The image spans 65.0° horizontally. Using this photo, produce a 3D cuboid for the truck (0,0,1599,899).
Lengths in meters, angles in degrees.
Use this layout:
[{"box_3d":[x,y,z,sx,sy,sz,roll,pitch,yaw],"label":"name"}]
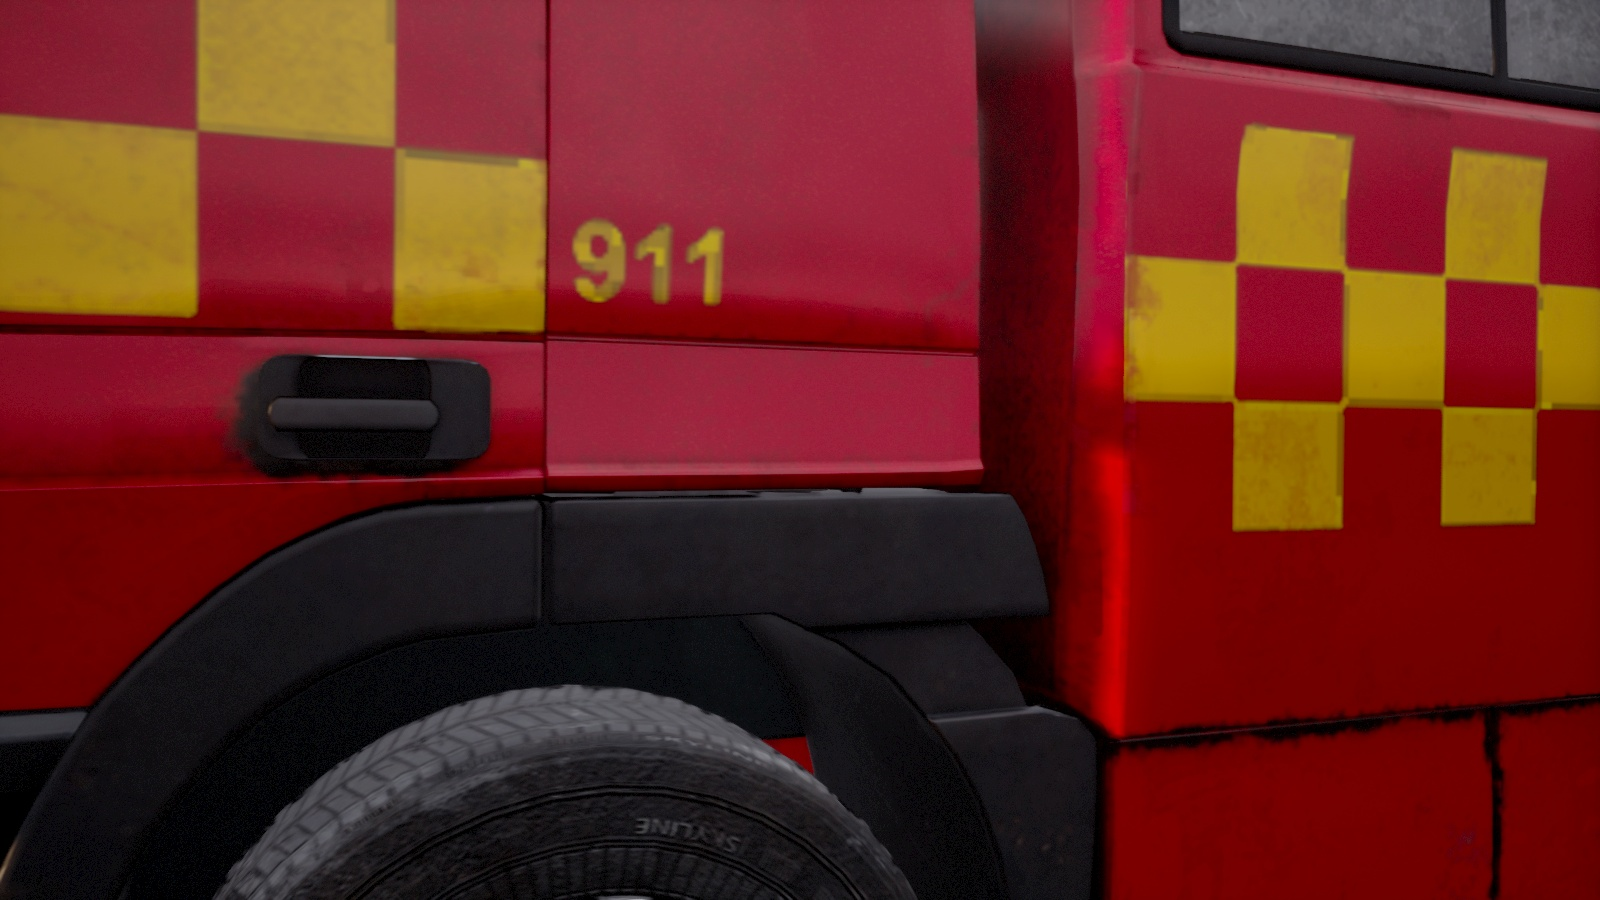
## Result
[{"box_3d":[1.405,-0.443,3.758,8.468,3.827,2.891,-1,1,-21],"label":"truck"}]
